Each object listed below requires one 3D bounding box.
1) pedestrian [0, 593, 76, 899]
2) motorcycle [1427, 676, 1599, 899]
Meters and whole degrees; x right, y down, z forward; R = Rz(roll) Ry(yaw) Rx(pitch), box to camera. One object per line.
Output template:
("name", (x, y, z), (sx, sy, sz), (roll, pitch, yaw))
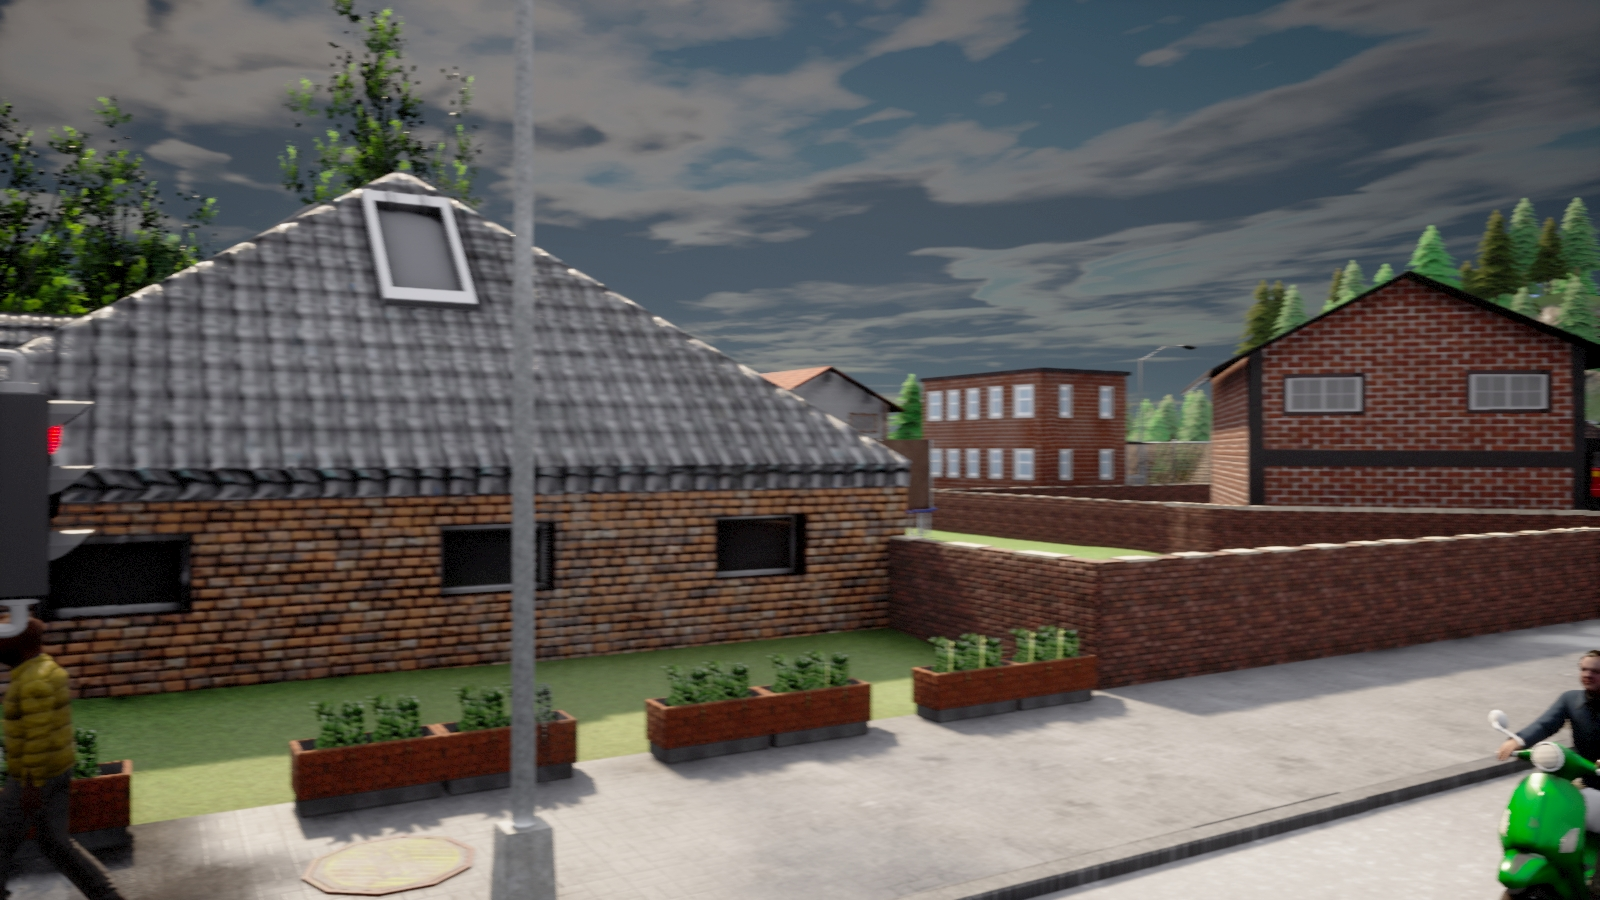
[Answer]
("pedestrian", (-4.188, 1.735, 6.187), (0.375, 1.860, 0.375), (0, 0, -18))
("motorcycle", (4.599, 2.137, 6.645), (1.805, 1.316, 0.856), (0, 0, -30))
